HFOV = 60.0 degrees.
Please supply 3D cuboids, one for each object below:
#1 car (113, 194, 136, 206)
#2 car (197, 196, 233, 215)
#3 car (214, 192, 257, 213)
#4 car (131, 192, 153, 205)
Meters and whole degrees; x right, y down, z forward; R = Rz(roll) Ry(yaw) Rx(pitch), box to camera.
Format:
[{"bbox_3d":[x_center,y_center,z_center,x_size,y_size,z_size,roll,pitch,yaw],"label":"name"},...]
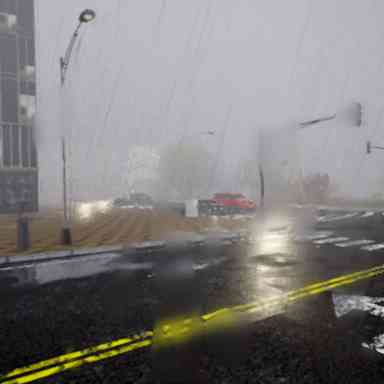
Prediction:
[{"bbox_3d":[-11.102,1.503,53.314,1.994,1.385,4.181,-2,1,-33],"label":"car"},{"bbox_3d":[1.612,1.433,33.658,1.837,1.490,4.892,-2,1,-33],"label":"car"},{"bbox_3d":[4.382,1.074,35.345,2.150,2.045,5.566,-2,1,-33],"label":"car"},{"bbox_3d":[-8.554,1.087,55.352,2.150,2.045,5.566,-2,1,-33],"label":"car"}]
